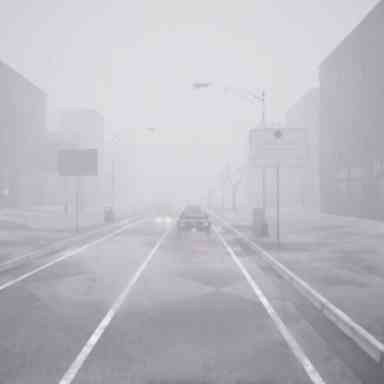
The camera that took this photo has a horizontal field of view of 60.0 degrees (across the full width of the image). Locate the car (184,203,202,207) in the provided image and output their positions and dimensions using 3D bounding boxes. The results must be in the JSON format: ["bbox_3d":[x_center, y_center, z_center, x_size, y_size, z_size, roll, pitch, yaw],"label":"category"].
[{"bbox_3d":[0.112,1.956,37.974,1.882,1.535,5.008,0,-1,0],"label":"car"}]

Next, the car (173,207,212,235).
[{"bbox_3d":[0.112,1.758,19.733,1.895,1.301,4.718,0,-1,0],"label":"car"}]

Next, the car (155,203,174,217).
[{"bbox_3d":[-3.079,1.962,37.499,2.128,1.511,4.902,0,-1,0],"label":"car"}]

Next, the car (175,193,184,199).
[{"bbox_3d":[-2.972,0.967,78.812,1.882,1.535,5.008,0,3,0],"label":"car"}]
